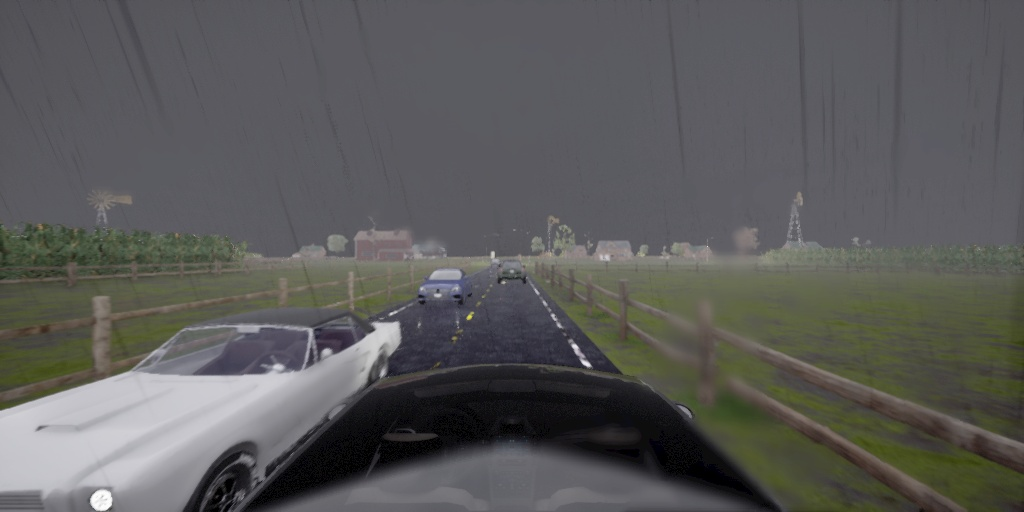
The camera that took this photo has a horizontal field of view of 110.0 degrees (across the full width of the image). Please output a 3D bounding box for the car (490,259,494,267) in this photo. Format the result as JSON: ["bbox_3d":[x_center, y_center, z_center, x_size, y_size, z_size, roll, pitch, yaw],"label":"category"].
[{"bbox_3d":[-2.789,1.209,62.164,1.812,1.442,4.674,0,0,0],"label":"car"}]

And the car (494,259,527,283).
[{"bbox_3d":[0.008,1.077,27.283,2.097,1.767,4.553,0,0,0],"label":"car"}]

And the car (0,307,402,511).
[{"bbox_3d":[-2.849,1.349,4.000,1.895,1.301,4.718,0,0,0],"label":"car"}]

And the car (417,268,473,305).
[{"bbox_3d":[-2.840,1.262,16.076,1.812,1.442,4.674,0,0,0],"label":"car"}]
